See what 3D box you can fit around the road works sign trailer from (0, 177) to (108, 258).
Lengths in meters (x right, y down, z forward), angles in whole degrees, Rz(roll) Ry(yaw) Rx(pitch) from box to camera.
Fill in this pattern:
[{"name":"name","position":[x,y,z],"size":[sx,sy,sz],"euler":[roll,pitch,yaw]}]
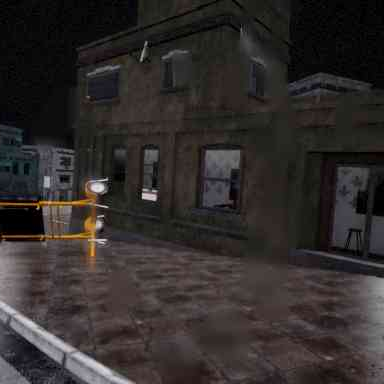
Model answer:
[{"name":"road works sign trailer","position":[-4.861,1.155,11.776],"size":[3.560,2.380,2.880],"euler":[2,43,-17]}]
